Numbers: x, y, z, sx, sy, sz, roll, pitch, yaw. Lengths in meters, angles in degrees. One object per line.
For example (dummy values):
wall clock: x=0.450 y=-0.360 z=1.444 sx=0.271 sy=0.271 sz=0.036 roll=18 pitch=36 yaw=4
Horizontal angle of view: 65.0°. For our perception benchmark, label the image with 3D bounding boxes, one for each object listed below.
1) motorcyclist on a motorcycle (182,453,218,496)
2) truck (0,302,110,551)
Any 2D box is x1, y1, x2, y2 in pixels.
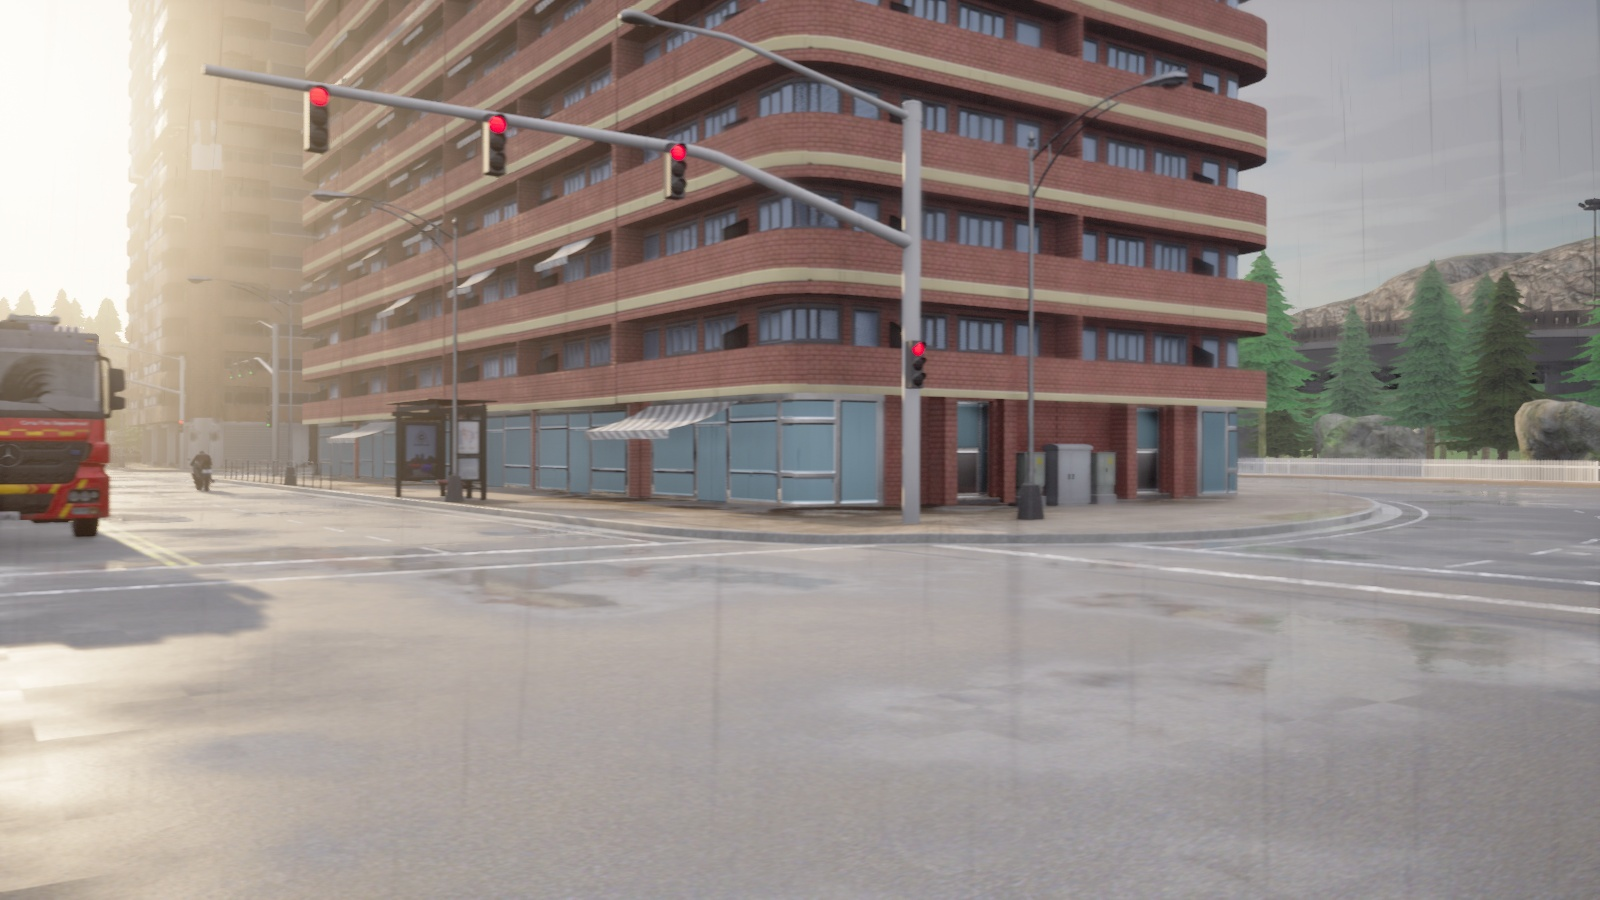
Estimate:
motorcyclist on a motorcycle: x=-21.846 y=0.870 z=45.698 sx=0.866 sy=1.530 sz=2.191 roll=0 pitch=0 yaw=-34
truck: x=-14.663 y=-0.360 z=22.835 sx=2.891 sy=3.827 sz=8.468 roll=0 pitch=0 yaw=-34
